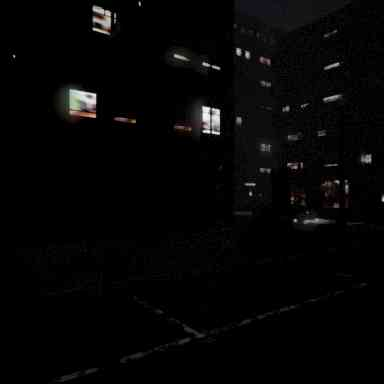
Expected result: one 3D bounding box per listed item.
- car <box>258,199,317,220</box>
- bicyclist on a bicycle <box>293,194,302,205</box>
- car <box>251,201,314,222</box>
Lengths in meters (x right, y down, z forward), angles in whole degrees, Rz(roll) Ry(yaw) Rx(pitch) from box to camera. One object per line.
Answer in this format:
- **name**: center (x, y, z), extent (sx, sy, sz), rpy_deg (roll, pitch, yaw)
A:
- **car**: center (7.593, 1.339, 26.765), extent (1.994, 1.385, 4.181), rpy_deg (0, 1, -36)
- **bicyclist on a bicycle**: center (11.514, 1.010, 36.229), extent (1.656, 1.620, 0.582), rpy_deg (0, 1, -36)
- **car**: center (6.267, 1.341, 24.208), extent (2.008, 1.369, 4.403), rpy_deg (1, 0, -36)
